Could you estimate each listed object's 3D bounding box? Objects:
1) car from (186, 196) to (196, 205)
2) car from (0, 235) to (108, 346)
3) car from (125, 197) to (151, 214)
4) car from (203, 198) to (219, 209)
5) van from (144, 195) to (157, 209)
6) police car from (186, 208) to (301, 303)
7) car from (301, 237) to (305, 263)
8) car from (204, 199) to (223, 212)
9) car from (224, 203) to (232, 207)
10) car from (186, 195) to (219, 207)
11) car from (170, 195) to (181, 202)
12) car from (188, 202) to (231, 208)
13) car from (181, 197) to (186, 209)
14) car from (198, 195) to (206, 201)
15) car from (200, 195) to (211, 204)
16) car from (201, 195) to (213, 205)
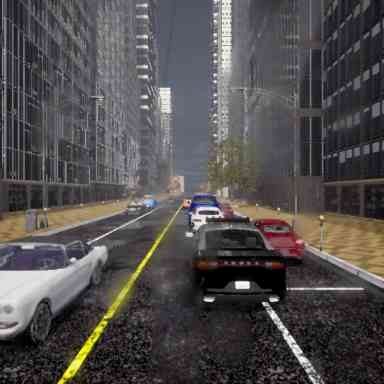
[{"bbox_3d":[-0.165,1.493,59.057,1.812,1.442,4.674,0,0,0],"label":"car"},{"bbox_3d":[-3.117,1.601,6.462,1.895,1.301,4.718,0,0,0],"label":"car"},{"bbox_3d":[-5.786,1.548,34.418,2.008,1.369,4.403,0,0,0],"label":"car"},{"bbox_3d":[2.563,1.538,45.823,2.008,1.369,4.403,0,0,0],"label":"car"},{"bbox_3d":[-5.818,1.329,45.803,1.690,1.788,3.998,0,0,0],"label":"van"},{"bbox_3d":[0.877,1.425,8.408,1.930,1.638,5.238,0,0,0],"label":"police car"},{"bbox_3d":[2.658,1.582,11.668,1.802,1.307,4.206,0,0,0],"label":"car"},{"bbox_3d":[2.579,1.544,40.130,2.008,1.369,4.403,0,0,0],"label":"car"},{"bbox_3d":[2.610,1.581,28.745,1.802,1.307,4.206,0,0,0],"label":"car"},{"bbox_3d":[0.833,1.224,24.327,2.150,2.045,5.566,0,0,0],"label":"car"},{"bbox_3d":[-3.212,1.487,75.557,2.033,1.411,5.357,0,0,0],"label":"car"},{"bbox_3d":[0.850,1.526,18.298,1.812,1.442,4.674,0,0,0],"label":"car"},{"bbox_3d":[-0.112,1.339,45.921,2.097,1.767,4.553,0,0,0],"label":"car"},{"bbox_3d":[2.452,1.463,85.670,1.887,1.381,4.507,0,0,0],"label":"car"},{"bbox_3d":[2.515,1.401,62.900,1.967,1.590,4.097,0,0,0],"label":"car"},{"bbox_3d":[2.531,1.410,57.208,1.967,1.590,4.097,0,0,0],"label":"car"}]
